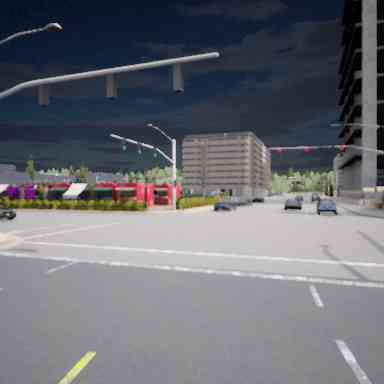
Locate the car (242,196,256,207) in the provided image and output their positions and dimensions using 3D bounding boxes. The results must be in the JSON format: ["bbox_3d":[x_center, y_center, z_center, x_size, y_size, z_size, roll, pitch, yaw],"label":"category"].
[{"bbox_3d":[7.915,1.437,49.894,1.837,1.490,4.892,0,0,19],"label":"car"}]

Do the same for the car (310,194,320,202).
[{"bbox_3d":[25.268,1.420,67.663,1.812,1.442,4.674,0,0,19],"label":"car"}]

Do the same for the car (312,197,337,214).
[{"bbox_3d":[13.823,1.498,34.292,2.033,1.411,5.357,0,0,19],"label":"car"}]

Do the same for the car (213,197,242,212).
[{"bbox_3d":[3.982,1.494,38.581,2.033,1.411,5.357,0,0,19],"label":"car"}]

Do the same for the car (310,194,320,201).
[{"bbox_3d":[28.628,1.260,77.370,2.033,1.411,5.357,0,0,19],"label":"car"}]

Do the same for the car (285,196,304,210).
[{"bbox_3d":[12.855,1.505,42.197,1.994,1.385,4.181,0,0,19],"label":"car"}]

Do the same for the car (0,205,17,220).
[{"bbox_3d":[-16.212,1.585,26.613,4.181,1.385,1.994,0,0,20],"label":"car"}]

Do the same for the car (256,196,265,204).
[{"bbox_3d":[12.718,1.513,63.595,1.895,1.301,4.718,0,0,20],"label":"car"}]
